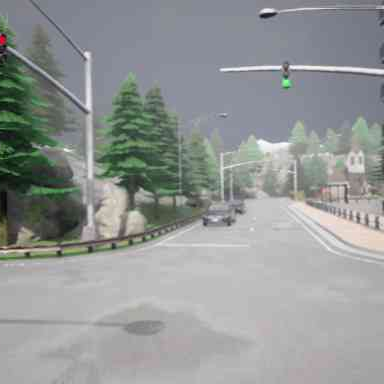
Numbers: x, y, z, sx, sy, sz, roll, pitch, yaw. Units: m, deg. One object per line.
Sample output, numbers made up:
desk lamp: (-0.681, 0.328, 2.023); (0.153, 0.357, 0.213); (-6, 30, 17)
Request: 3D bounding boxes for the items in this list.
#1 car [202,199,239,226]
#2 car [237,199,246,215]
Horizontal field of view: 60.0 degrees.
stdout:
car: (1.965, 1.491, 23.160); (1.812, 1.442, 4.674); (-1, 0, 13)
car: (4.357, 1.459, 33.521); (2.033, 1.411, 5.357); (-1, 0, 14)
